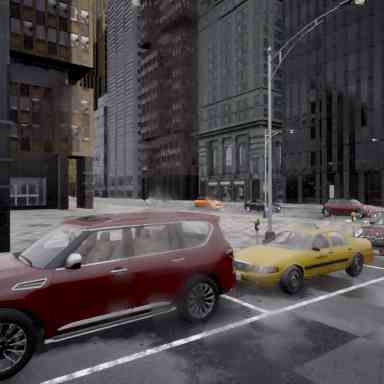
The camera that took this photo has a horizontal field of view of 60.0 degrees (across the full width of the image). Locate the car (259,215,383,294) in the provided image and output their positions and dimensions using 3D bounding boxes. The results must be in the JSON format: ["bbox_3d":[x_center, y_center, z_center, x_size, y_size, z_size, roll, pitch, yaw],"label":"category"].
[{"bbox_3d":[2.934,1.525,8.746,4.829,1.417,1.752,0,0,-36],"label":"car"}]

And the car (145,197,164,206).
[{"bbox_3d":[-6.705,1.679,58.906,1.812,1.442,4.674,0,0,-35],"label":"car"}]

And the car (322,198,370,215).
[{"bbox_3d":[14.027,1.398,29.646,2.097,1.767,4.553,0,0,-35],"label":"car"}]

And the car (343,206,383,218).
[{"bbox_3d":[7.632,1.439,12.099,4.097,1.590,1.967,0,0,-36],"label":"car"}]

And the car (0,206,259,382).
[{"bbox_3d":[-1.489,1.315,5.592,5.009,1.841,2.192,0,0,-36],"label":"car"}]

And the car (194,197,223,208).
[{"bbox_3d":[2.216,1.460,46.240,2.097,1.767,4.553,0,0,-36],"label":"car"}]

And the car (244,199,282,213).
[{"bbox_3d":[8.051,1.582,38.031,1.837,1.490,4.892,0,0,-35],"label":"car"}]
